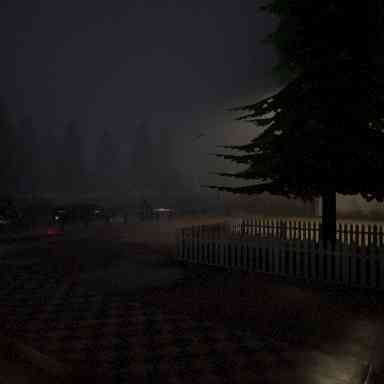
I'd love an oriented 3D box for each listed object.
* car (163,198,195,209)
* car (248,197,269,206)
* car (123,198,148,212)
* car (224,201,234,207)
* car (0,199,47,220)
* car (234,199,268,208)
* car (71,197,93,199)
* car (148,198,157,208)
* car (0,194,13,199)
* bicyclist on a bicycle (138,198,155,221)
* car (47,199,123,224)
[{"bbox_3d":[-1.646,1.547,45.649,2.033,1.411,5.357,0,0,36],"label":"car"},{"bbox_3d":[11.540,1.564,57.825,1.994,1.385,4.181,0,0,36],"label":"car"},{"bbox_3d":[-7.815,1.547,37.020,2.033,1.411,5.357,0,0,35],"label":"car"},{"bbox_3d":[6.661,1.564,50.980,1.994,1.385,4.181,0,0,37],"label":"car"},{"bbox_3d":[-13.660,1.547,28.824,2.033,1.411,5.357,0,0,35],"label":"car"},{"bbox_3d":[8.617,1.223,47.677,2.150,2.045,5.566,0,0,36],"label":"car"},{"bbox_3d":[-12.546,1.352,36.412,2.097,1.767,4.553,0,0,36],"label":"car"},{"bbox_3d":[-6.601,1.526,44.746,1.812,1.442,4.674,0,0,36],"label":"car"},{"bbox_3d":[-18.147,1.222,28.558,2.150,2.045,5.566,0,0,35],"label":"car"},{"bbox_3d":[-3.355,1.302,24.356,1.656,1.620,0.582,0,0,35],"label":"bicyclist on a bicycle"},{"bbox_3d":[-7.799,1.505,24.648,1.837,1.490,4.892,0,0,36],"label":"car"}]
